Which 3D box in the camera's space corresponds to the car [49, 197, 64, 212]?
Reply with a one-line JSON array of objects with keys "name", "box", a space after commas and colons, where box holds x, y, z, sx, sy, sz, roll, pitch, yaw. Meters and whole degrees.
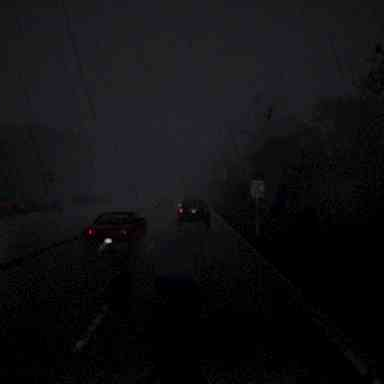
[{"name": "car", "box": [-15.528, 1.314, 36.377, 2.002, 1.452, 4.674, 0, 0, 0]}]

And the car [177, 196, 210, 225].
[{"name": "car", "box": [0.099, 1.235, 22.907, 2.097, 1.767, 4.553, 0, 0, 0]}]

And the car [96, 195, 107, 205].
[{"name": "car", "box": [-15.570, 1.224, 52.919, 2.163, 1.488, 4.792, 0, 0, 0]}]

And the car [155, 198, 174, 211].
[{"name": "car", "box": [-3.151, 1.356, 37.842, 2.033, 1.411, 5.357, 0, 0, 0]}]

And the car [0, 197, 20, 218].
[{"name": "car", "box": [-15.499, 1.202, 25.229, 2.185, 1.767, 4.553, 0, 0, 0]}]

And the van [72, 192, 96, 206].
[{"name": "van", "box": [-15.555, 0.996, 47.306, 1.878, 1.987, 4.442, 0, 0, 0]}]

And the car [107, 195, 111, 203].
[{"name": "car", "box": [-15.601, 1.208, 58.416, 2.002, 1.452, 4.674, -2, 0, 0]}]

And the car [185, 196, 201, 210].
[{"name": "car", "box": [0.097, 1.297, 41.202, 1.837, 1.490, 4.892, 0, 1, 0]}]

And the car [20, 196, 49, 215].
[{"name": "car", "box": [-15.513, 1.176, 30.755, 2.185, 1.767, 4.553, 0, 0, 0]}]

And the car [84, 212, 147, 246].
[{"name": "car", "box": [-3.151, 1.526, 14.733, 1.895, 1.301, 4.718, 0, 0, 0]}]
